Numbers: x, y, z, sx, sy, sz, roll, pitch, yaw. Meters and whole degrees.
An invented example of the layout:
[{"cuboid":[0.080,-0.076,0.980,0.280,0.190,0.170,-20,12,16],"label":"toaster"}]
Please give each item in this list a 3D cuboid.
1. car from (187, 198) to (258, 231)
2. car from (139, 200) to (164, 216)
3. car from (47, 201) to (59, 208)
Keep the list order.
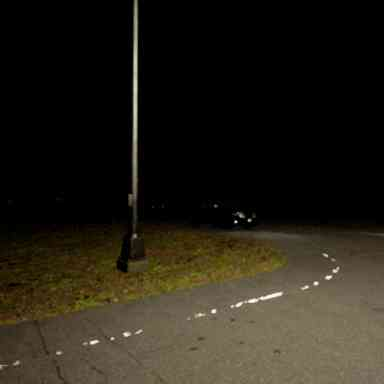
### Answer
[{"cuboid":[1.869,1.409,22.334,2.150,2.045,5.566,3,-3,-36],"label":"car"},{"cuboid":[-5.836,2.165,44.893,2.150,2.045,5.566,3,-3,-36],"label":"car"},{"cuboid":[-36.469,3.223,87.177,2.097,1.767,4.553,3,-3,-36],"label":"car"}]
